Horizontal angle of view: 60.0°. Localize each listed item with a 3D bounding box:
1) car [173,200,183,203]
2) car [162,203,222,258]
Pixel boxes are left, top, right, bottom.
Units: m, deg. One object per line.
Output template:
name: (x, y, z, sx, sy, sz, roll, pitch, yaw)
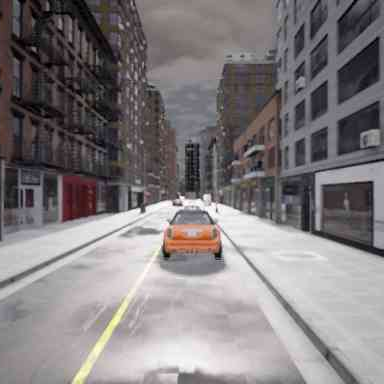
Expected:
car: (-2.775, 2.162, 64.598, 1.994, 1.385, 4.181, 0, 0, 1)
car: (0.019, 1.483, 13.429, 2.097, 1.767, 4.553, 0, -1, 0)
